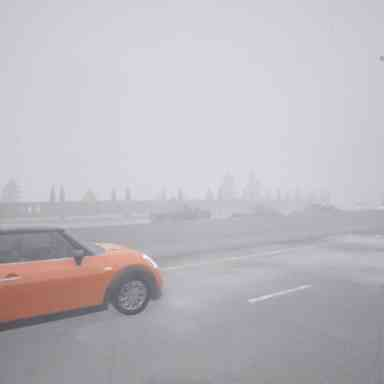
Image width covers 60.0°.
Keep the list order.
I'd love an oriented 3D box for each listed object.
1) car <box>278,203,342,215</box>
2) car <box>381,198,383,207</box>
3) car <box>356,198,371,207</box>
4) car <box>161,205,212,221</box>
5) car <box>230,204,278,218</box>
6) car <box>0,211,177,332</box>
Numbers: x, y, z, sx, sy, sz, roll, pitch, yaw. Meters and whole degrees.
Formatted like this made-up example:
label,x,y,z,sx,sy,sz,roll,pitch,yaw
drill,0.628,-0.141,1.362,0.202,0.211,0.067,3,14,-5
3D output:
label,x,y,z,sx,sy,sz,roll,pitch,yaw
car,8.573,1.542,23.169,4.902,1.511,2.128,0,0,-37
car,32.600,1.626,55.332,1.882,1.535,5.008,0,0,30
car,28.654,1.666,55.499,1.812,1.442,4.674,0,0,31
car,-0.890,1.634,24.876,4.718,1.301,1.895,0,0,-36
car,4.785,1.609,24.711,4.181,1.385,1.994,0,0,-37
car,-2.799,1.354,6.048,4.553,1.767,2.097,0,0,-36
